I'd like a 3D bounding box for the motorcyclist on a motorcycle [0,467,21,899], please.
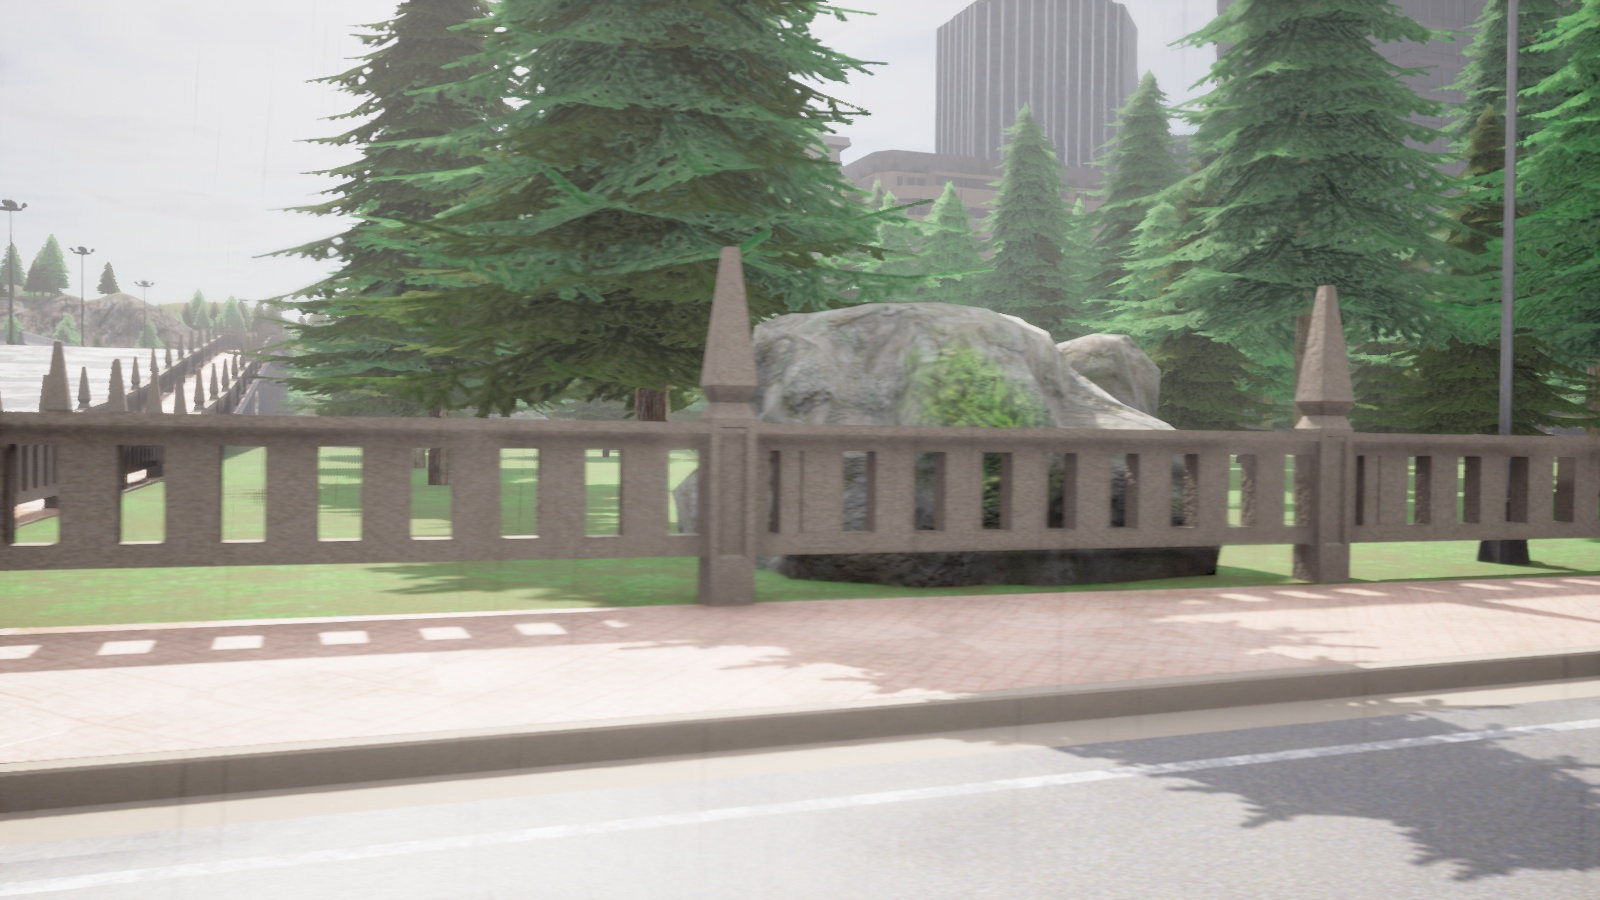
[{"bbox_3d":[-2.737,0.828,2.204,2.191,1.530,0.866,-1,1,-21],"label":"motorcyclist on a motorcycle"}]
